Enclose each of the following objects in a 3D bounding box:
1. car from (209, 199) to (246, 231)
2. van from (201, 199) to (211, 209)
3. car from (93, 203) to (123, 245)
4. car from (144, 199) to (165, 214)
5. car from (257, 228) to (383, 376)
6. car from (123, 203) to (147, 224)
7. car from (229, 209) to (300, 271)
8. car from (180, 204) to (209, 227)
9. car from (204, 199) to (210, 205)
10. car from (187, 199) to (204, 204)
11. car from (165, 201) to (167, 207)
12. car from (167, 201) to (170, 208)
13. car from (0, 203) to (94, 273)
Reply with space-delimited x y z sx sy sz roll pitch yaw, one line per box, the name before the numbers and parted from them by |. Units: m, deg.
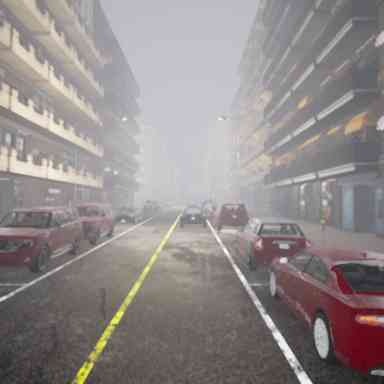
car | 2.549 1.579 22.362 2.192 1.841 5.009 1 -1 0
van | 2.537 2.126 61.079 1.690 1.788 3.998 1 -1 0
car | -5.295 1.513 16.889 2.192 1.841 5.009 1 -1 0
car | -5.303 1.865 44.539 2.192 1.841 5.009 1 -1 0
car | 2.582 1.612 5.767 1.887 1.381 4.507 1 -1 0
car | -5.305 1.899 27.948 1.947 1.339 4.313 1 -1 0
car | 2.591 1.572 11.299 1.967 1.590 4.097 1 -1 0
car | 0.094 1.869 25.780 1.994 1.385 4.181 0 -1 0
car | 2.543 1.843 33.423 1.967 1.590 4.097 1 -1 0
car | 0.091 2.006 41.933 2.128 1.511 4.902 0 -1 0
car | -5.310 2.171 50.067 1.887 1.381 4.507 1 -1 0
car | -5.316 2.449 66.659 1.802 1.307 4.206 1 -1 0
car | -5.294 1.447 11.359 2.192 1.841 5.009 1 -1 0
